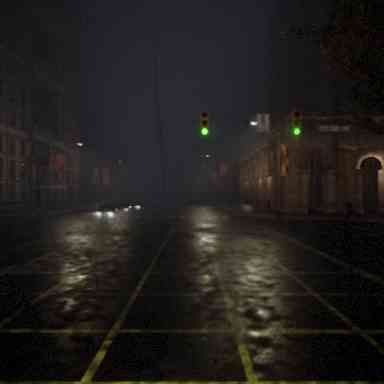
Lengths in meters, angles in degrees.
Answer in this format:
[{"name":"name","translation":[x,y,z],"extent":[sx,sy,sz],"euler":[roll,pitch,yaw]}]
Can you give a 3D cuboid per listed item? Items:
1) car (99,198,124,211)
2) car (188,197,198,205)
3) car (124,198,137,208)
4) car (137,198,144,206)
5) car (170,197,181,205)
[{"name":"car","translation":[-10.587,1.783,43.272],"extent":[1.895,1.301,4.718],"euler":[0,0,0]},{"name":"car","translation":[0.184,1.767,67.225],"extent":[2.128,1.511,4.902],"euler":[0,0,1]},{"name":"car","translation":[-10.523,1.698,52.356],"extent":[1.882,1.535,5.008],"euler":[0,0,1]},{"name":"car","translation":[-10.364,1.864,62.637],"extent":[1.895,1.301,4.718],"euler":[0,0,1]},{"name":"car","translation":[-3.316,1.767,67.260],"extent":[2.128,1.511,4.902],"euler":[0,0,1]}]
